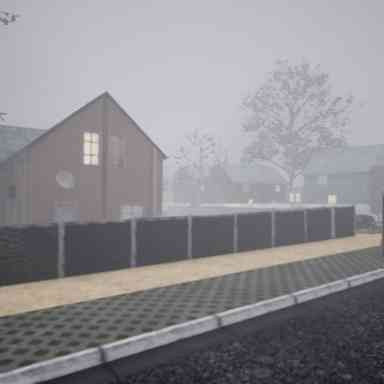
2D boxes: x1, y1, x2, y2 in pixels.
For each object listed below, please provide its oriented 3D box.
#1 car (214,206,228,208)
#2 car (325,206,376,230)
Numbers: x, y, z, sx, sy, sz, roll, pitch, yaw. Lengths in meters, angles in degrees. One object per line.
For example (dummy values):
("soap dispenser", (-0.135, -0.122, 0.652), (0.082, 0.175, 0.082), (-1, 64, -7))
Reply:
("car", (3.107, 2.132, 33.501), (1.812, 1.442, 4.674), (1, -1, -35))
("car", (10.213, 1.785, 23.513), (1.882, 1.535, 5.008), (1, -2, -37))
